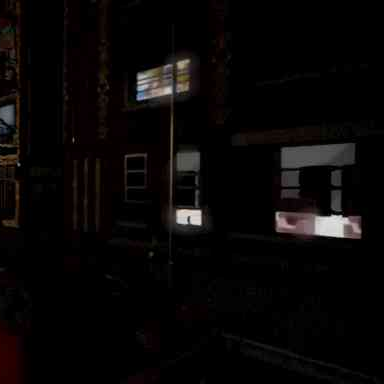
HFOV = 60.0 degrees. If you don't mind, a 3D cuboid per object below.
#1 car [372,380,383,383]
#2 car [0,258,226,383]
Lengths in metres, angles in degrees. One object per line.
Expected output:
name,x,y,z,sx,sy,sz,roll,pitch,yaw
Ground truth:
car,2.743,1.557,0.911,4.507,1.381,1.887,0,1,35
car,-1.758,1.520,4.120,4.507,1.381,1.887,0,1,35
